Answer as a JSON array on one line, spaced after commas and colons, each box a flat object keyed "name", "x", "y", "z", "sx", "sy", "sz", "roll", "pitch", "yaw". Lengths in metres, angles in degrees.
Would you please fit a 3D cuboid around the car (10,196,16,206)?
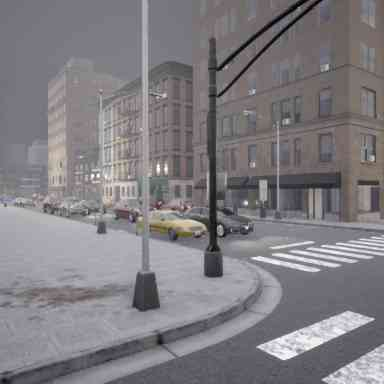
[{"name": "car", "x": -27.705, "y": 1.535, "z": 53.839, "sx": 1.752, "sy": 1.417, "sz": 4.829, "roll": 0, "pitch": 0, "yaw": -36}]

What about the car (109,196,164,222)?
[{"name": "car", "x": -4.450, "y": 1.355, "z": 26.041, "sx": 2.097, "sy": 1.767, "sz": 4.553, "roll": 0, "pitch": 0, "yaw": -36}]

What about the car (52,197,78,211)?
[{"name": "car", "x": -16.378, "y": 1.477, "z": 42.613, "sx": 1.882, "sy": 1.535, "sz": 5.008, "roll": 0, "pitch": 0, "yaw": -36}]

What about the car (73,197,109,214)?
[{"name": "car", "x": -10.364, "y": 1.506, "z": 34.228, "sx": 1.837, "sy": 1.490, "sz": 4.892, "roll": 0, "pitch": 0, "yaw": -36}]

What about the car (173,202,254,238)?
[{"name": "car", "x": 1.224, "y": 1.510, "z": 18.186, "sx": 1.837, "sy": 1.490, "sz": 4.892, "roll": 0, "pitch": 0, "yaw": -37}]

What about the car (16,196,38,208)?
[{"name": "car", "x": -24.484, "y": 1.592, "z": 49.391, "sx": 1.802, "sy": 1.307, "sz": 4.206, "roll": 0, "pitch": 0, "yaw": -36}]

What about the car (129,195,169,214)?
[{"name": "car", "x": -4.704, "y": 1.290, "z": 35.750, "sx": 2.192, "sy": 1.841, "sz": 5.009, "roll": 0, "pitch": 0, "yaw": -36}]

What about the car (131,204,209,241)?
[{"name": "car", "x": -1.145, "y": 1.543, "z": 17.148, "sx": 1.752, "sy": 1.417, "sz": 4.829, "roll": 0, "pitch": 0, "yaw": -36}]

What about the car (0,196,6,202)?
[{"name": "car", "x": -44.404, "y": 1.558, "z": 76.909, "sx": 2.008, "sy": 1.369, "sz": 4.403, "roll": 0, "pitch": 0, "yaw": -36}]

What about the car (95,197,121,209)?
[{"name": "car", "x": -11.443, "y": 1.498, "z": 45.061, "sx": 1.752, "sy": 1.417, "sz": 4.829, "roll": 0, "pitch": 0, "yaw": -36}]

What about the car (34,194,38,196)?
[{"name": "car", "x": -34.583, "y": 1.534, "z": 77.028, "sx": 1.947, "sy": 1.339, "sz": 4.313, "roll": 0, "pitch": 0, "yaw": -36}]

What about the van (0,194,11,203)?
[{"name": "van", "x": -37.765, "y": 1.349, "z": 67.735, "sx": 1.690, "sy": 1.788, "sz": 3.998, "roll": 0, "pitch": 0, "yaw": -36}]

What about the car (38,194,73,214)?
[{"name": "car", "x": -14.525, "y": 1.328, "z": 35.631, "sx": 2.192, "sy": 1.841, "sz": 5.009, "roll": 0, "pitch": 0, "yaw": -36}]

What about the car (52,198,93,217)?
[{"name": "car", "x": -11.204, "y": 1.565, "z": 31.045, "sx": 2.008, "sy": 1.369, "sz": 4.403, "roll": 0, "pitch": 0, "yaw": -36}]

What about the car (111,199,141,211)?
[{"name": "car", "x": -8.024, "y": 1.540, "z": 40.337, "sx": 1.947, "sy": 1.339, "sz": 4.313, "roll": 0, "pitch": 0, "yaw": -36}]

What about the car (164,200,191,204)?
[{"name": "car", "x": -1.384, "y": 1.416, "z": 31.163, "sx": 1.967, "sy": 1.590, "sz": 4.097, "roll": 0, "pitch": 0, "yaw": -36}]

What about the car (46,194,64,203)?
[{"name": "car", "x": -27.944, "y": 1.284, "z": 67.854, "sx": 2.192, "sy": 1.841, "sz": 5.009, "roll": 0, "pitch": 0, "yaw": -36}]

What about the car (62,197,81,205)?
[{"name": "car", "x": -21.304, "y": 1.521, "z": 58.682, "sx": 2.008, "sy": 1.369, "sz": 4.403, "roll": 0, "pitch": 0, "yaw": -36}]
